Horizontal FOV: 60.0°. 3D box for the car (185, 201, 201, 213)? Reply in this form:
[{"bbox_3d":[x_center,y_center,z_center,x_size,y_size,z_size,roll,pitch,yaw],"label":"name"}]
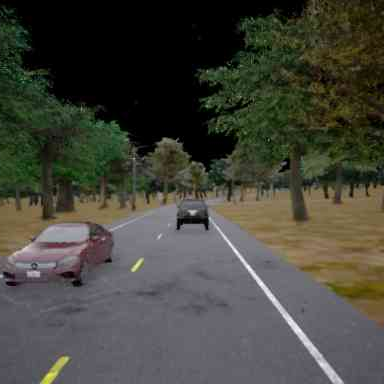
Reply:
[{"bbox_3d":[0.089,2.047,46.848,2.128,1.511,4.902,0,-1,0],"label":"car"}]

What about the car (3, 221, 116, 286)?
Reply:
[{"bbox_3d":[-3.529,1.615,9.777,1.812,1.442,4.674,0,-1,0],"label":"car"}]

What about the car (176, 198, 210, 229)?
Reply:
[{"bbox_3d":[0.063,1.453,23.342,2.150,2.045,5.566,0,0,0],"label":"car"}]
